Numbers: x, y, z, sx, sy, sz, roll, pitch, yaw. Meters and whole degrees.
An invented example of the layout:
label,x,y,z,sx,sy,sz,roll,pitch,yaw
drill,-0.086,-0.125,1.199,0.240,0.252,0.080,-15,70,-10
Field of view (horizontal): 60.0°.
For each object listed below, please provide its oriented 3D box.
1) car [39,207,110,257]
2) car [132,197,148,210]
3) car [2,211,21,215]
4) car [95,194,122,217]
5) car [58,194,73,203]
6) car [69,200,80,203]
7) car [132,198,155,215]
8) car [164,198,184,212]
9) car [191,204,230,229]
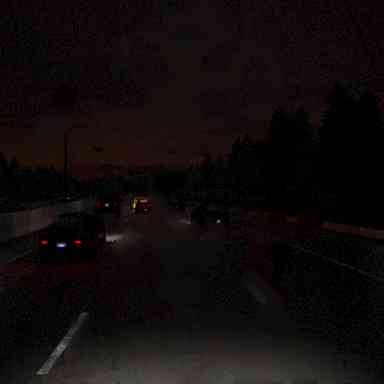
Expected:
label,x,y,z,sx,sy,sz,roll,pitch,yaw
car,-4.521,1.525,12.983,1.812,1.442,4.674,0,0,-8
car,-6.885,1.477,43.978,1.882,1.535,5.008,0,0,-11
car,-13.839,1.601,24.514,1.895,1.301,4.718,0,0,-12
car,-7.863,1.221,31.230,2.150,2.045,5.566,0,0,-11
car,-26.577,1.355,70.002,2.097,1.767,4.553,0,0,-12
car,-21.748,1.545,63.786,2.033,1.411,5.357,0,0,-11
car,-4.901,1.491,34.176,2.128,1.511,4.902,0,0,-11
car,-2.120,1.478,38.103,1.882,1.535,5.008,0,0,-11
car,1.121,1.525,21.678,1.812,1.442,4.674,0,0,-10
